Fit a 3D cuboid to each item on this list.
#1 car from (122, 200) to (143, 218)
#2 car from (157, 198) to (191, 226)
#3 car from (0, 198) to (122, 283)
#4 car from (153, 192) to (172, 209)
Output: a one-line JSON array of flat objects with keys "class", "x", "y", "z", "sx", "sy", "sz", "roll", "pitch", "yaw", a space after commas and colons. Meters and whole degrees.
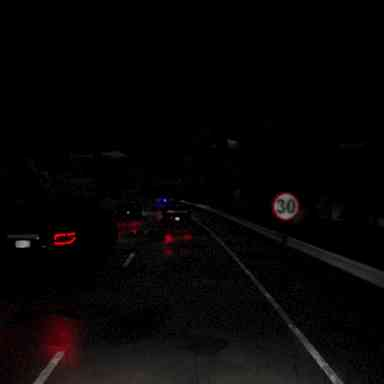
[{"class": "car", "x": -5.208, "y": 1.378, "z": 28.025, "sx": 2.128, "sy": 1.511, "sz": 4.902, "roll": 0, "pitch": 0, "yaw": -7}, {"class": "car", "x": -1.113, "y": 1.398, "z": 22.581, "sx": 2.128, "sy": 1.511, "sz": 4.902, "roll": 0, "pitch": 0, "yaw": -5}, {"class": "car", "x": -3.691, "y": 1.184, "z": 9.727, "sx": 2.150, "sy": 2.045, "sz": 5.566, "roll": 0, "pitch": 0, "yaw": -2}, {"class": "car", "x": -3.561, "y": 1.052, "z": 41.134, "sx": 2.150, "sy": 2.045, "sz": 5.566, "roll": 0, "pitch": 0, "yaw": -9}]
